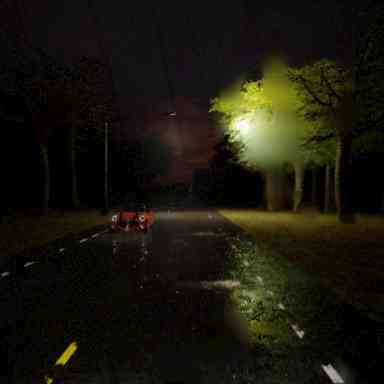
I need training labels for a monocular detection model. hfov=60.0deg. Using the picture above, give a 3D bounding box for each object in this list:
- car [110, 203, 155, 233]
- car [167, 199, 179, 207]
[{"bbox_3d":[-3.573,1.474,20.581,2.097,1.767,4.553,0,0,0],"label":"car"},{"bbox_3d":[-3.460,1.945,61.638,1.812,1.442,4.674,0,0,1],"label":"car"}]
